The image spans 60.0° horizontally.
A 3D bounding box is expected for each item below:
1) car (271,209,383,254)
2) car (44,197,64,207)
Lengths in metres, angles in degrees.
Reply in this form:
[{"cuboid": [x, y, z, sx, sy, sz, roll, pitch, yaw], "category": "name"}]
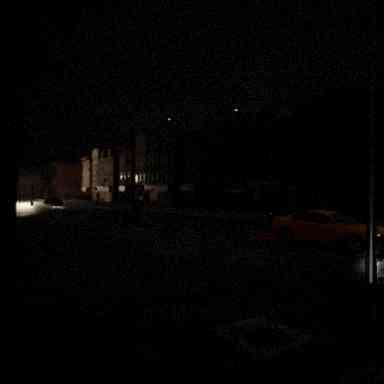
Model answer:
[{"cuboid": [5.623, 1.503, 13.792, 1.882, 1.535, 5.008, 1, 0, -36], "category": "car"}, {"cuboid": [-21.443, 1.503, 51.510, 2.033, 1.411, 5.357, 1, -1, -36], "category": "car"}]
